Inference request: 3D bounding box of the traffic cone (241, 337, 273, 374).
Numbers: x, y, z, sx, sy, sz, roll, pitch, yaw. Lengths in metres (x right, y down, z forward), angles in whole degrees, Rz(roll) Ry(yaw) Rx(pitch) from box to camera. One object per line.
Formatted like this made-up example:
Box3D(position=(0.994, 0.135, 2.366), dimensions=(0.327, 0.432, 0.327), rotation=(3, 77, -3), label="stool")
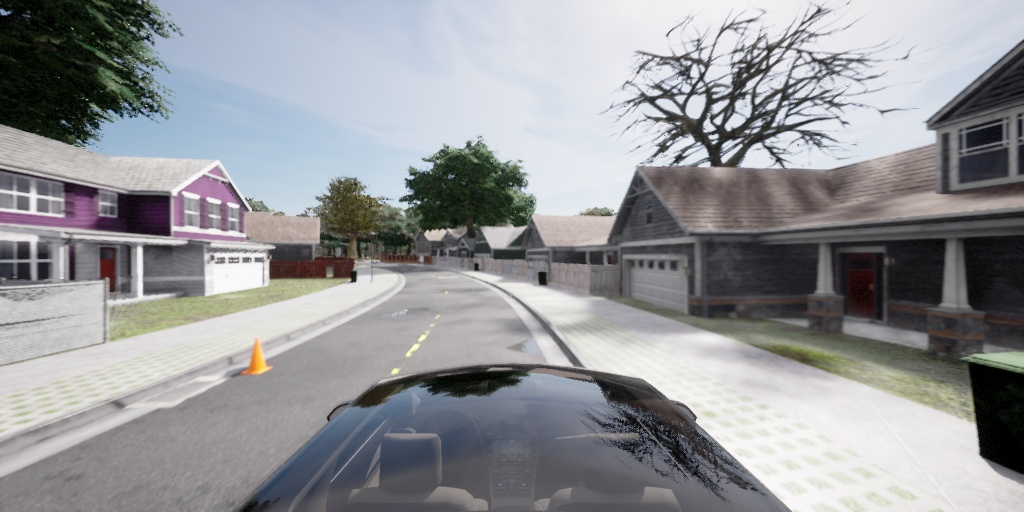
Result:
Box3D(position=(-4.528, 1.748, 6.377), dimensions=(0.340, 0.580, 0.340), rotation=(0, 0, -3), label="traffic cone")
